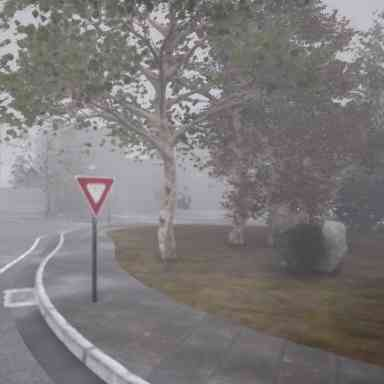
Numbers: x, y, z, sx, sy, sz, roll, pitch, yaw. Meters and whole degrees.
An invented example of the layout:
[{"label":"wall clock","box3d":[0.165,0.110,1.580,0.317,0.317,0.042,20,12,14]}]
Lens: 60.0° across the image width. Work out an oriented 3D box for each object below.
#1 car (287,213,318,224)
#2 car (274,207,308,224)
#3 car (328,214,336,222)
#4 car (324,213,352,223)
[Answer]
[{"label":"car","box3d":[15.932,3.780,47.781,4.674,1.442,1.812,4,-3,-38]},{"label":"car","box3d":[11.880,2.965,40.425,5.566,2.045,2.150,5,-3,-38]},{"label":"car","box3d":[20.596,3.935,47.452,4.892,1.490,1.837,3,-2,-38]},{"label":"car","box3d":[23.784,4.191,54.129,4.902,1.511,2.128,3,-2,-39]}]
